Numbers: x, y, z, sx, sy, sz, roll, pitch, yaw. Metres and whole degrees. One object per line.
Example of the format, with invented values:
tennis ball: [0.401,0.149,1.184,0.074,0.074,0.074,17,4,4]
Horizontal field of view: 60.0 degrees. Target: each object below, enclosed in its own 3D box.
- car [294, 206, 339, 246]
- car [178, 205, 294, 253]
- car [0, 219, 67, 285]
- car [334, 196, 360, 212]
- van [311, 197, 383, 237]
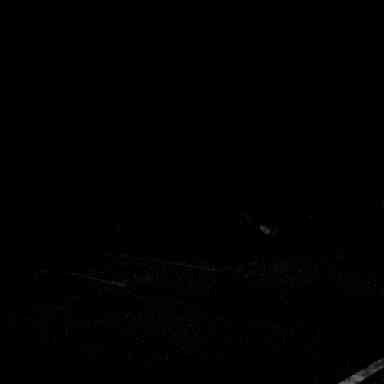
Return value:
car: [4.126,1.621,16.024,4.892,1.521,2.231,-1,-1,34]
car: [1.687,1.463,14.323,4.553,1.767,2.185,-1,-1,35]
car: [-5.488,1.522,9.138,4.792,1.488,2.163,-1,-1,34]
car: [22.746,1.723,48.568,2.435,2.045,5.566,0,0,36]
van: [8.839,1.457,19.524,4.442,1.987,1.878,-1,-1,35]
